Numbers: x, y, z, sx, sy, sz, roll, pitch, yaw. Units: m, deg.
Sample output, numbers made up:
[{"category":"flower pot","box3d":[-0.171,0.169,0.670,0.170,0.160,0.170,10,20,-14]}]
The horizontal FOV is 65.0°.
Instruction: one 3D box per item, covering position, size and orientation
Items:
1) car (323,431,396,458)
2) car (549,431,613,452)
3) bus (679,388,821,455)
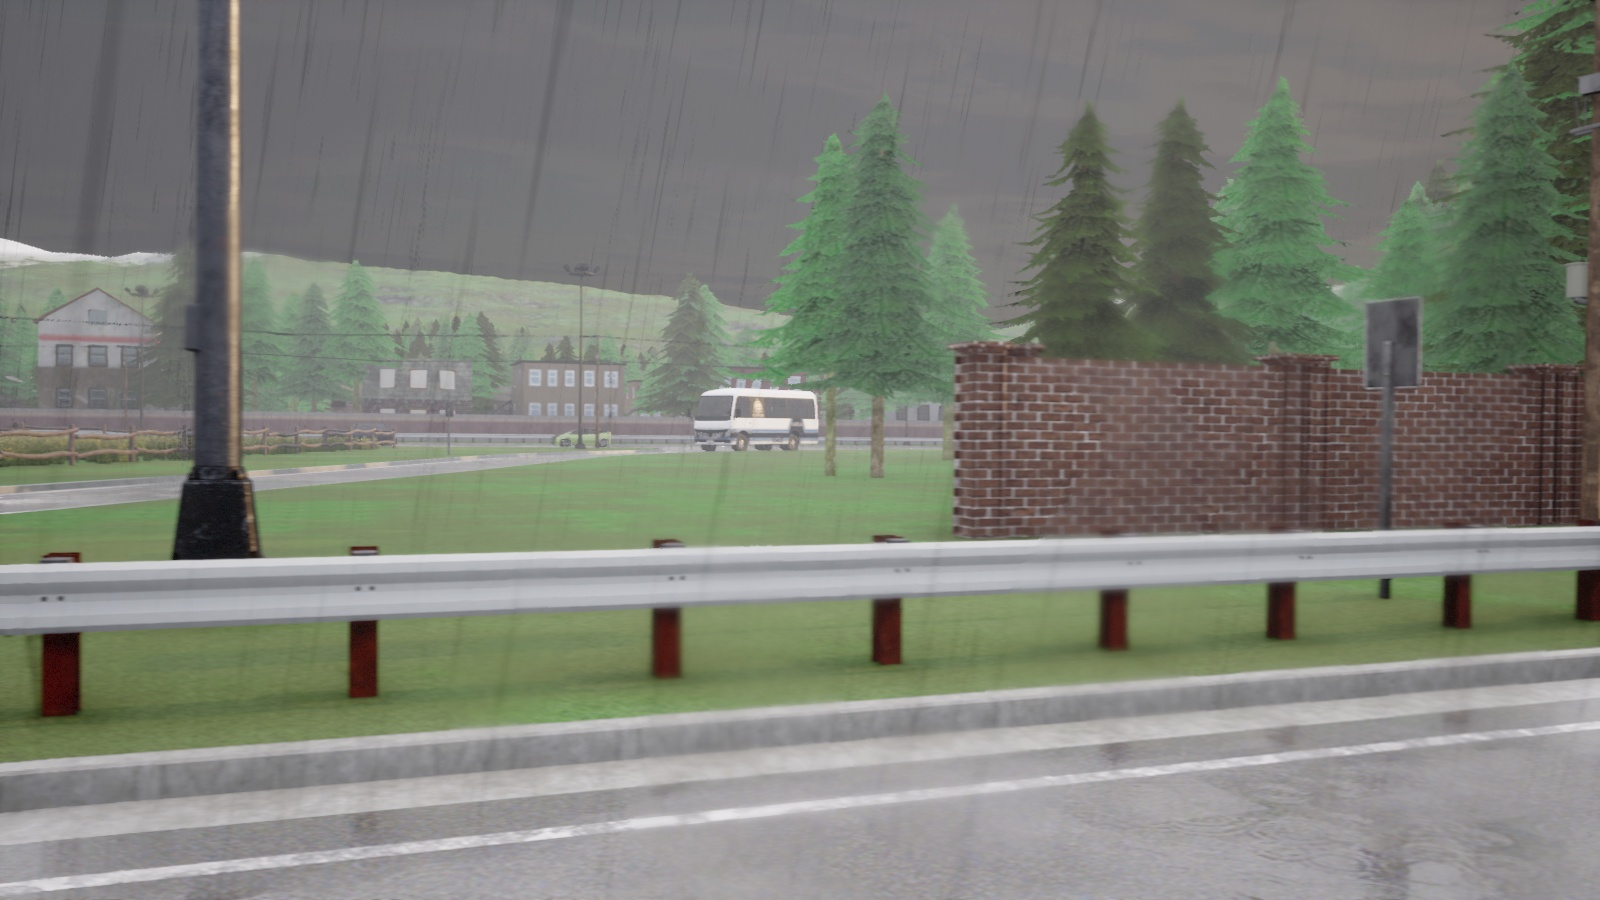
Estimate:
[{"category":"car","box3d":[-29.394,-0.389,83.837,4.553,1.767,2.097,-1,1,-21]},{"category":"car","box3d":[-16.753,-0.634,96.045,4.514,1.525,2.007,-1,1,-21]},{"category":"bus","box3d":[-3.199,-1.917,84.644,3.944,4.253,10.273,0,1,36]}]
